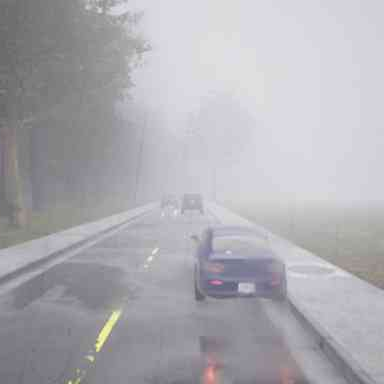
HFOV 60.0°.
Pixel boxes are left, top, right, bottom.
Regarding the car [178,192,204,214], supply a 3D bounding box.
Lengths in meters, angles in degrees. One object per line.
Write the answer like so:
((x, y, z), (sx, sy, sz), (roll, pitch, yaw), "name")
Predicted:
((0.036, 1.122, 33.778), (2.150, 2.045, 5.566), (0, 0, 0), "car")

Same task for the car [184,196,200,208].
((-0.007, 1.352, 46.514), (2.128, 1.511, 4.902), (0, 0, 0), "car")

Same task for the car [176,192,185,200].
((-2.820, 0.978, 81.625), (2.150, 2.045, 5.566), (0, 0, 0), "car")

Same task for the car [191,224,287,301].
((0.956, 1.501, 8.128), (1.812, 1.442, 4.674), (0, 0, 0), "car")

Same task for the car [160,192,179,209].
((-2.885, 1.090, 43.578), (2.150, 2.045, 5.566), (0, 0, 0), "car")
